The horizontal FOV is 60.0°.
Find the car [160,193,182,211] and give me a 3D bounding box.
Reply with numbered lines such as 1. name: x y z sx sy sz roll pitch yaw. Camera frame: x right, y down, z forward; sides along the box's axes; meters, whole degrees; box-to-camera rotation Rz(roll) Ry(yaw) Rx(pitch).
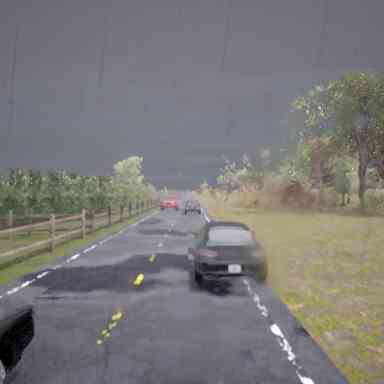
1. car: -2.843 1.365 43.030 2.150 2.045 5.566 0 0 0

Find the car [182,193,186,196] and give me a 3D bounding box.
1. car: -2.793 1.345 84.752 2.150 2.045 5.566 0 0 0

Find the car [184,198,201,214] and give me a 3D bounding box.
1. car: 0.076 1.675 37.297 2.033 1.411 5.357 0 0 0

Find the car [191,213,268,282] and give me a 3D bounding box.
1. car: 0.962 1.564 9.784 1.812 1.442 4.674 0 0 0

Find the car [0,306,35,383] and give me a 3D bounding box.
1. car: -2.852 1.609 1.848 1.895 1.301 4.718 0 0 0
